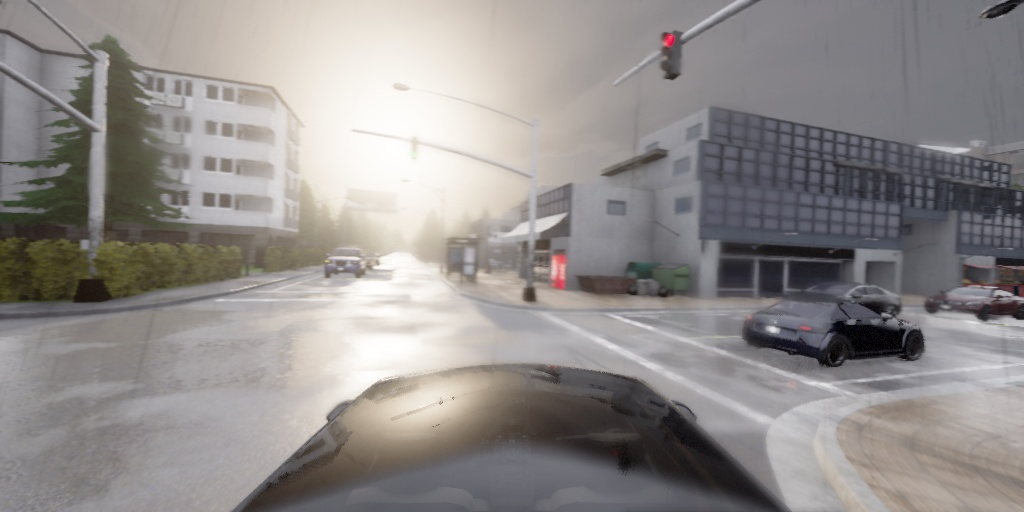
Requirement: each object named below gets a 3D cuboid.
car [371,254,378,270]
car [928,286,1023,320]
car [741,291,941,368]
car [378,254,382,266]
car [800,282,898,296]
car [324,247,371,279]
[{"bbox_3d":[-14.422,0.643,34.780,1.895,1.301,4.718,2,0,-16],"label":"car"},{"bbox_3d":[22.161,2.161,17.107,4.674,1.442,1.812,2,0,-16],"label":"car"},{"bbox_3d":[7.902,1.728,8.884,4.181,1.385,1.994,2,0,-18],"label":"car"},{"bbox_3d":[-17.391,0.429,44.932,2.033,1.411,5.357,2,0,-16],"label":"car"},{"bbox_3d":[13.200,1.817,14.408,4.902,1.511,2.128,2,0,-17],"label":"car"},{"bbox_3d":[-11.590,0.417,25.297,2.150,2.045,5.566,2,0,-17],"label":"car"}]
